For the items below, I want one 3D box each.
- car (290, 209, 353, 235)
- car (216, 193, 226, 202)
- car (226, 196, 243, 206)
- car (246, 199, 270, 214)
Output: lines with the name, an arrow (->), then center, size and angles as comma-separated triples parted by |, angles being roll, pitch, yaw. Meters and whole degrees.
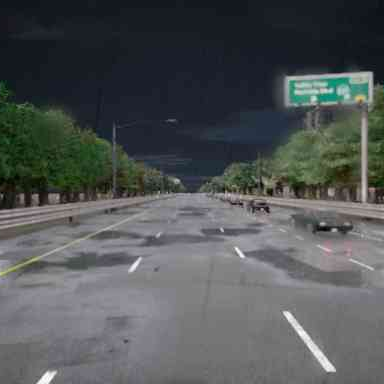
car -> 7.021, 1.597, 18.605 | 1.895, 1.301, 4.718 | 0, 0, 0
car -> 7.108, 1.512, 73.151 | 2.128, 1.511, 4.902 | 0, 0, 0
car -> 7.077, 1.588, 54.193 | 1.895, 1.301, 4.718 | 0, 0, 0
car -> 7.048, 1.497, 35.748 | 1.837, 1.490, 4.892 | 0, 0, 0
